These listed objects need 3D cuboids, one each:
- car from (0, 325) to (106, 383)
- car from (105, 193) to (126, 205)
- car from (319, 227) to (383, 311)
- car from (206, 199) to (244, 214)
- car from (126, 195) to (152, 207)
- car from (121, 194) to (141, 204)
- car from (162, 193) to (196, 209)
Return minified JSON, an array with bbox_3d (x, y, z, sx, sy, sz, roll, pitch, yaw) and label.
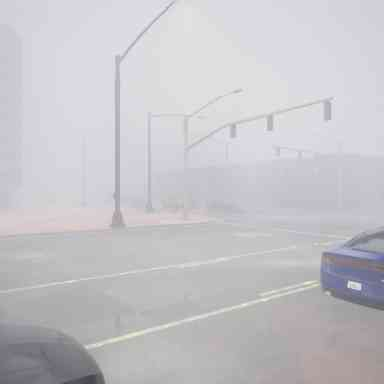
[{"bbox_3d":[-2.881,1.505,1.699,4.892,1.490,1.837,0,0,-35],"label":"car"},{"bbox_3d":[-14.033,1.221,61.100,2.150,2.045,5.566,0,0,-37],"label":"car"},{"bbox_3d":[4.852,1.478,7.209,5.008,1.535,1.882,0,0,-35],"label":"car"},{"bbox_3d":[3.561,1.491,36.352,2.128,1.511,4.902,0,0,-36],"label":"car"},{"bbox_3d":[-8.021,1.491,52.593,2.128,1.511,4.902,0,0,-35],"label":"car"},{"bbox_3d":[-11.786,1.352,64.217,2.097,1.767,4.553,0,0,-35],"label":"car"},{"bbox_3d":[-2.035,1.352,44.192,2.097,1.767,4.553,0,0,-35],"label":"car"}]
